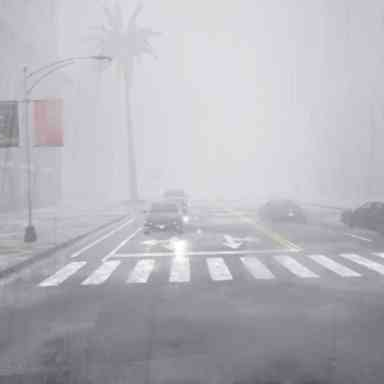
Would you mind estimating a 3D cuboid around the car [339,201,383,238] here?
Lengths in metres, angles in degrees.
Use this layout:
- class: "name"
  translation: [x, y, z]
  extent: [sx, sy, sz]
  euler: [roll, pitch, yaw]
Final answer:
- class: "car"
  translation: [8.574, 1.115, 14.769]
  extent: [2.033, 1.411, 5.357]
  euler: [-1, 1, -1]

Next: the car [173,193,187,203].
- class: "car"
  translation: [-1.702, 0.807, 49.601]
  extent: [1.895, 1.301, 4.718]
  euler: [-1, 1, 0]

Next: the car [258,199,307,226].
- class: "car"
  translation: [5.262, 1.127, 19.836]
  extent: [1.994, 1.385, 4.181]
  euler: [-1, 1, -1]

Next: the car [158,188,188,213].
- class: "car"
  translation: [-1.551, 0.775, 29.736]
  extent: [2.150, 2.045, 5.566]
  euler: [-1, 2, 0]

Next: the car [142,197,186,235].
- class: "car"
  translation: [-1.407, 1.284, 17.427]
  extent: [1.837, 1.490, 4.892]
  euler: [-1, 1, -1]
